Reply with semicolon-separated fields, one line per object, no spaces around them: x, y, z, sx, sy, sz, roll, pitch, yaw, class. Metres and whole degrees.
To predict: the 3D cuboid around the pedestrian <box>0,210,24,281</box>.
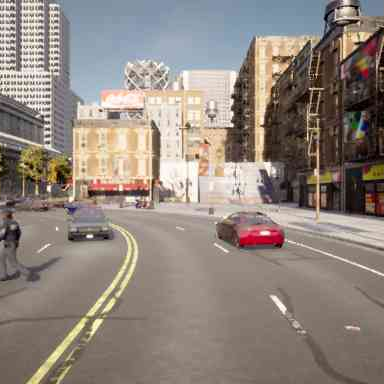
-4.523;1.294;8.258;0.375;1.860;0.375;0;0;-3;pedestrian

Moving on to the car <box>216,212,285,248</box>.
2.438;1.564;14.866;1.994;1.385;4.181;0;0;-11;car

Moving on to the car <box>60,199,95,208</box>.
-10.947;1.601;32.997;1.895;1.301;4.718;0;0;-43;car

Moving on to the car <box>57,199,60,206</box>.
-20.435;1.595;48.155;4.718;1.301;1.895;0;0;30;car

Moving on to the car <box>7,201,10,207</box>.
-25.737;1.520;50.328;4.674;1.452;2.002;0;0;20;car

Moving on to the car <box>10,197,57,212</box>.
-18.920;1.547;39.577;5.357;1.411;2.033;0;0;32;car

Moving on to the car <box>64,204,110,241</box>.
-5.315;1.547;17.083;2.033;1.411;5.357;0;0;-19;car
